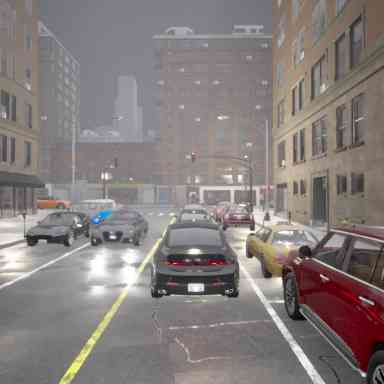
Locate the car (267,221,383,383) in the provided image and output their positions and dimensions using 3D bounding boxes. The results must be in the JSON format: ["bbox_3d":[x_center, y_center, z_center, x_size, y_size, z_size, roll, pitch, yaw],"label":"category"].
[{"bbox_3d":[2.677,1.318,4.252,2.192,1.841,5.009,1,0,0],"label":"car"}]

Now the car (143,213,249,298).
[{"bbox_3d":[0.046,1.512,8.539,1.837,1.490,4.892,0,0,-1],"label":"car"}]

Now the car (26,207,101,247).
[{"bbox_3d":[-5.855,1.582,15.216,1.947,1.339,4.313,1,0,0],"label":"car"}]

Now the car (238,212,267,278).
[{"bbox_3d":[2.672,1.534,9.905,1.752,1.417,4.829,1,0,0],"label":"car"}]

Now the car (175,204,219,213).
[{"bbox_3d":[0.094,1.543,16.010,1.812,1.442,4.674,0,0,0],"label":"car"}]

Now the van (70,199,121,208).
[{"bbox_3d":[-5.855,1.364,20.699,1.690,1.788,3.998,1,0,0],"label":"van"}]

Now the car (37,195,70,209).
[{"bbox_3d":[-16.398,1.235,39.078,4.553,1.767,2.097,0,-1,0],"label":"car"}]

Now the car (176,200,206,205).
[{"bbox_3d":[0.071,1.578,25.981,2.033,1.411,5.357,0,0,0],"label":"car"}]

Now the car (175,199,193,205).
[{"bbox_3d":[-0.093,1.604,42.228,4.181,1.385,1.994,0,-1,0],"label":"car"}]

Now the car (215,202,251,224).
[{"bbox_3d":[2.669,1.463,20.701,1.967,1.590,4.097,1,0,0],"label":"car"}]

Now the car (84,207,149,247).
[{"bbox_3d":[-3.097,1.579,14.972,1.994,1.385,4.181,0,0,0],"label":"car"}]

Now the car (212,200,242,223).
[{"bbox_3d":[2.667,1.471,26.184,1.967,1.590,4.097,1,0,0],"label":"car"}]

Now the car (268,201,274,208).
[{"bbox_3d":[13.444,1.577,48.851,4.553,1.767,2.097,0,-1,0],"label":"car"}]

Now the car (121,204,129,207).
[{"bbox_3d":[-5.859,1.576,26.181,1.887,1.381,4.507,1,0,0],"label":"car"}]
